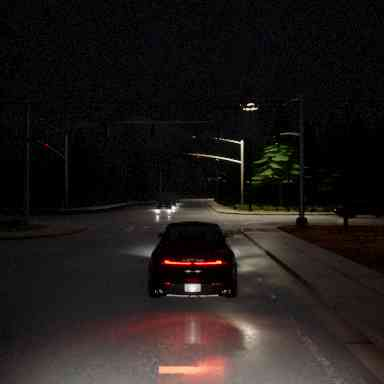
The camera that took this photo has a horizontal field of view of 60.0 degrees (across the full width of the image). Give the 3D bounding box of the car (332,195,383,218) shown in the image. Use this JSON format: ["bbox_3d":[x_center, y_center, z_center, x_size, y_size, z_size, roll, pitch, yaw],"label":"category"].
[{"bbox_3d":[15.541,1.248,29.668,5.566,2.045,2.150,0,0,1],"label":"car"}]

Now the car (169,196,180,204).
[{"bbox_3d":[-3.542,1.506,66.514,1.837,1.490,4.892,0,0,1],"label":"car"}]

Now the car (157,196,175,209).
[{"bbox_3d":[-3.685,1.505,45.144,1.837,1.490,4.892,0,0,0],"label":"car"}]

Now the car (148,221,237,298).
[{"bbox_3d":[0.031,1.501,8.519,1.837,1.490,4.892,0,0,0],"label":"car"}]

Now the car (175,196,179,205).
[{"bbox_3d":[-3.685,1.601,55.394,1.895,1.301,4.718,0,0,0],"label":"car"}]
